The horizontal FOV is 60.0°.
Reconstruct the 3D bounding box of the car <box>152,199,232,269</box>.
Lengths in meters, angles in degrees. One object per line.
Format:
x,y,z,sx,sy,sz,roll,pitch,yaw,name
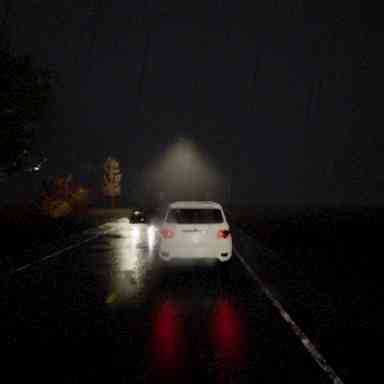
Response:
0.089,1.340,11.678,2.150,2.045,5.566,0,-1,0,car

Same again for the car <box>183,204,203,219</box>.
0.097,1.945,33.608,1.895,1.301,4.718,0,-1,0,car

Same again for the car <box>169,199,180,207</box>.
-3.512,2.220,67.093,1.812,1.442,4.674,0,-1,0,car

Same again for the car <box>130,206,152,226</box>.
-3.602,1.830,26.055,1.994,1.385,4.181,0,-1,0,car
